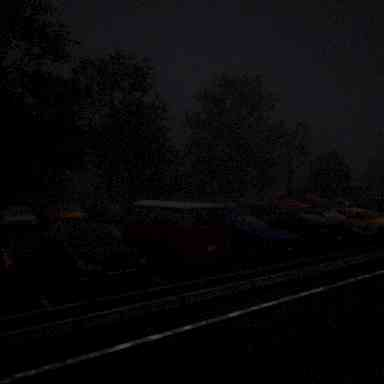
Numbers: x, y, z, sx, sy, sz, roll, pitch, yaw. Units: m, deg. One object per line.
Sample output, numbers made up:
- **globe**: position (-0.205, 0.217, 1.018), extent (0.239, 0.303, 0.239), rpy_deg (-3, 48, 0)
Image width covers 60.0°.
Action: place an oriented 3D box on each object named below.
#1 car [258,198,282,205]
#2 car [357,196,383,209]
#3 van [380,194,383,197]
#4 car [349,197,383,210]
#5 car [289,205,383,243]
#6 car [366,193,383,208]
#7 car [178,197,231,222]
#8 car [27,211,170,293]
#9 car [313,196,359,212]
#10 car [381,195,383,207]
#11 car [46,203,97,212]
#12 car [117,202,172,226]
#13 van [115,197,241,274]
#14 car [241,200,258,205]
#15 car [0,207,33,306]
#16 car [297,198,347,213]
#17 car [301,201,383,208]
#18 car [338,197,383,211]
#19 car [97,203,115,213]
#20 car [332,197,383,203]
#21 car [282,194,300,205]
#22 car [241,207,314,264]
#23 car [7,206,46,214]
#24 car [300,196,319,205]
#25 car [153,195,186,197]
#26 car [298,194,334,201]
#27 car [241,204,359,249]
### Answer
- **car**: position (5.478, 1.489, 31.116), extent (2.097, 1.535, 5.008), rpy_deg (0, 0, -35)
- **car**: position (25.761, 1.420, 45.630), extent (1.946, 1.575, 5.366), rpy_deg (0, 0, -35)
- **van**: position (13.039, 1.266, 20.306), extent (1.878, 1.987, 4.442), rpy_deg (0, 0, -35)
- **car**: position (23.690, 1.432, 43.952), extent (2.097, 1.535, 5.008), rpy_deg (0, 0, -35)
- **car**: position (6.194, 1.546, 15.634), extent (2.002, 1.452, 4.674), rpy_deg (0, 0, -35)
- **car**: position (28.128, 1.163, 47.104), extent (2.435, 2.045, 5.566), rpy_deg (0, 0, -35)
- **car**: position (0.938, 1.373, 27.889), extent (2.185, 1.767, 4.553), rpy_deg (0, 0, -35)
- **car**: position (-2.912, 1.519, 9.227), extent (2.231, 1.521, 4.892), rpy_deg (0, 0, -35)
- **car**: position (16.843, 1.331, 39.163), extent (2.185, 1.767, 4.553), rpy_deg (0, 0, -35)
- **car**: position (30.542, 1.279, 48.731), extent (2.185, 1.767, 4.553), rpy_deg (0, 0, -35)
- **car**: position (-8.191, 1.513, 21.506), extent (2.097, 1.535, 5.008), rpy_deg (0, 0, -35)
- **car**: position (-3.652, 1.536, 24.730), extent (2.163, 1.488, 4.792), rpy_deg (0, 0, -35)
- **van**: position (-0.700, 1.290, 10.920), extent (1.878, 1.987, 4.442), rpy_deg (0, 0, -35)
- **car**: position (3.196, 1.534, 29.520), extent (2.002, 1.452, 4.674), rpy_deg (0, 0, -35)
- **car**: position (-5.269, 1.395, 7.522), extent (2.185, 1.767, 4.553), rpy_deg (0, 0, -35)
- **car**: position (14.580, 1.465, 37.539), extent (2.231, 1.521, 4.892), rpy_deg (0, 0, -35)
- **car**: position (8.578, 1.498, 17.082), extent (1.946, 1.575, 5.366), rpy_deg (0, 0, -35)
- **car**: position (21.432, 1.470, 42.319), extent (2.163, 1.488, 4.792), rpy_deg (0, 0, -35)
- **car**: position (-5.915, 1.511, 23.110), extent (2.231, 1.521, 4.892), rpy_deg (0, 0, -35)
- **car**: position (10.765, 1.371, 18.810), extent (2.185, 1.767, 4.553), rpy_deg (0, 0, -35)
- **car**: position (7.770, 1.358, 32.697), extent (2.185, 1.767, 4.553), rpy_deg (0, 0, -35)
- **car**: position (1.640, 1.512, 12.431), extent (2.097, 1.535, 5.008), rpy_deg (0, 0, -35)
- **car**: position (-10.467, 1.556, 19.900), extent (2.002, 1.452, 4.674), rpy_deg (0, 0, -35)
- **car**: position (10.026, 1.477, 34.331), extent (2.097, 1.535, 5.008), rpy_deg (0, 0, -35)
- **car**: position (-1.340, 1.252, 26.288), extent (2.435, 2.045, 5.566), rpy_deg (0, 0, -35)
- **car**: position (12.323, 1.219, 35.908), extent (2.435, 2.045, 5.566), rpy_deg (0, 0, -35)
- **car**: position (3.922, 1.509, 14.025), extent (2.097, 1.535, 5.008), rpy_deg (0, 0, -35)
